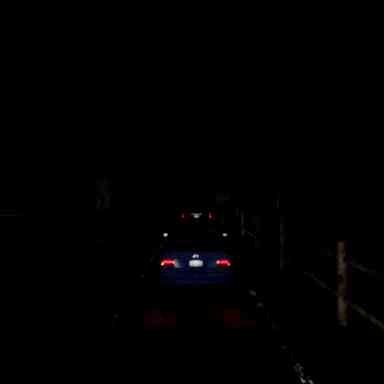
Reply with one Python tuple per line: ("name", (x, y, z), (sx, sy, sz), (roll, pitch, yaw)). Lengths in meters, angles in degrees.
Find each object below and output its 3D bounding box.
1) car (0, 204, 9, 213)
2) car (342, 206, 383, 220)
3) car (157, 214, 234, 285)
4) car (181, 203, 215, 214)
("car", (-19.473, 1.356, 30.678), (4.674, 1.442, 1.812), (1, -1, 1))
("car", (17.652, 2.086, 33.267), (4.718, 1.301, 1.895), (1, -1, 1))
("car", (0.099, 1.593, 9.679), (2.033, 1.411, 5.357), (0, 0, 0))
("car", (0.406, 1.451, 21.409), (2.097, 1.767, 4.553), (0, 0, 4))
